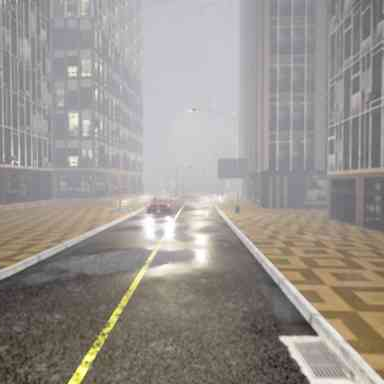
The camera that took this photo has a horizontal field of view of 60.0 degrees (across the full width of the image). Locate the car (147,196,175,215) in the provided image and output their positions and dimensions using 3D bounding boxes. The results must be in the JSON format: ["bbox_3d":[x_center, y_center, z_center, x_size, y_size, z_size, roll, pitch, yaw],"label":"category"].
[{"bbox_3d":[-2.413,1.029,26.556,1.895,1.301,4.718,0,1,1],"label":"car"}]
